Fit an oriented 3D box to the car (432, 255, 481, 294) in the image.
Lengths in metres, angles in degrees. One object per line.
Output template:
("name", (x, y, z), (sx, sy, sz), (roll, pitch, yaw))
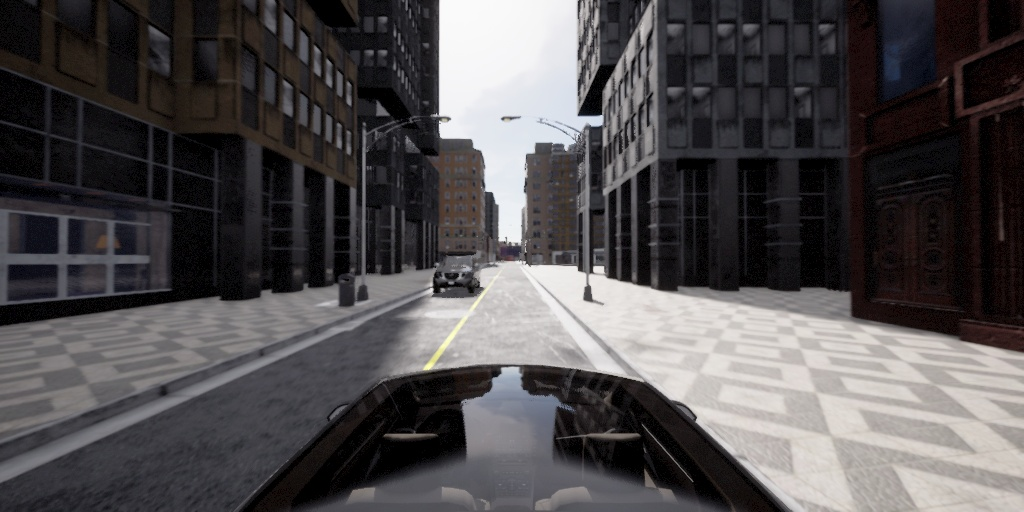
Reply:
("car", (-3.008, 0.982, 20.529), (2.150, 2.045, 5.566), (0, 0, 0))
